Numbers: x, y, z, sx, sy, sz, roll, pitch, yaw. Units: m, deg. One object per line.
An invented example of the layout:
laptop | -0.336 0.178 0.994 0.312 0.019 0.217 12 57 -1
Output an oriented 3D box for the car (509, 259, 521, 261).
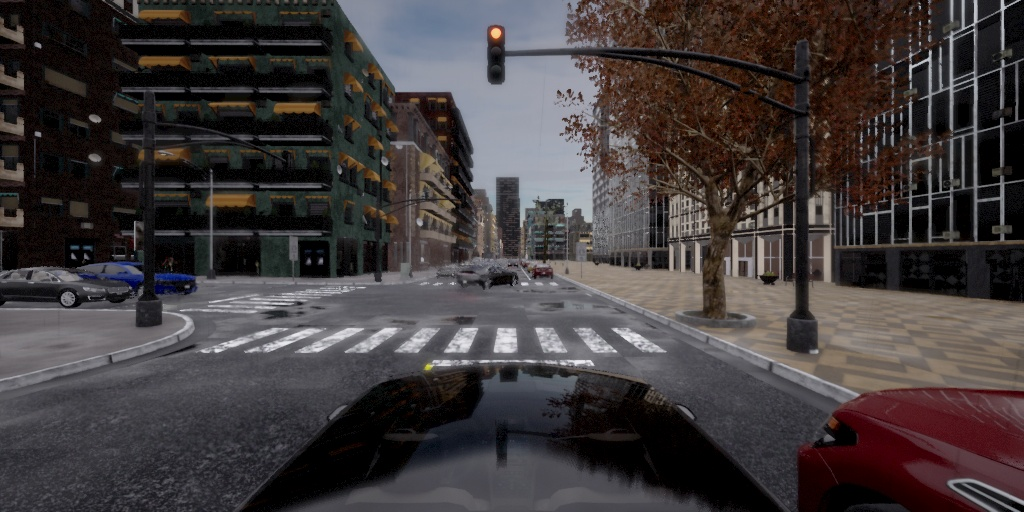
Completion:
car | 0.167 1.398 63.003 1.895 1.301 4.718 0 0 0

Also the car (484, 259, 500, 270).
car | -3.013 1.277 54.033 2.128 1.511 4.902 0 0 0

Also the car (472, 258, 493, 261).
car | -3.059 1.241 33.660 1.882 1.535 5.008 0 0 0

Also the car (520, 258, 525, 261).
car | 2.755 1.375 60.028 1.802 1.307 4.207 0 0 0

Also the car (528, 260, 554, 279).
car | 2.725 1.307 32.365 1.888 1.381 4.507 0 0 0

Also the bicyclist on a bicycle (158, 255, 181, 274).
bicyclist on a bicycle | -23.144 0.761 24.238 0.582 1.620 1.656 1 0 -1

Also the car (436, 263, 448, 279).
car | -5.655 1.313 32.375 2.007 1.370 4.403 0 0 0

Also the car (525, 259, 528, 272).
car | 2.737 1.298 43.601 1.751 1.417 4.829 0 0 0

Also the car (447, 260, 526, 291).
car | -1.398 1.247 22.188 2.128 1.511 4.902 1 0 31

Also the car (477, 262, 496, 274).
car | -3.035 1.374 43.683 1.895 1.301 4.718 0 0 0

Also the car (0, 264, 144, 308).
car | -16.422 1.092 12.970 4.403 1.370 2.007 0 0 -1

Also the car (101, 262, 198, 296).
car | -16.573 1.020 15.545 5.008 1.535 1.882 1 0 0
